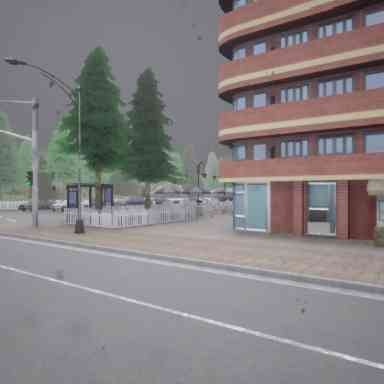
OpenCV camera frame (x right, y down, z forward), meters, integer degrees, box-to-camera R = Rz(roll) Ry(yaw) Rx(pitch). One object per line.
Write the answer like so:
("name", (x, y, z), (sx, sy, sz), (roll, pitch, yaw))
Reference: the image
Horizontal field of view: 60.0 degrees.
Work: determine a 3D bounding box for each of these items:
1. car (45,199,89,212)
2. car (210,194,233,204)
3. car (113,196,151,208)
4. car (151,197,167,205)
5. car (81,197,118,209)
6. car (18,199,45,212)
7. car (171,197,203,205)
("car", (-13.608, 1.470, 37.611), (1.812, 1.442, 4.674), (0, 0, 36))
("car", (6.144, 1.170, 62.633), (5.566, 2.045, 2.150), (1, 0, -28))
("car", (-8.277, 1.297, 44.867), (2.097, 1.767, 4.553), (0, 0, 38))
("car", (-6.023, 1.470, 53.157), (1.812, 1.442, 4.674), (0, 0, 43))
("car", (-12.501, 1.470, 45.098), (1.812, 1.442, 4.674), (0, 0, 37))
("car", (-17.526, 1.508, 38.123), (1.994, 1.385, 4.181), (0, 0, 36))
("car", (-0.725, 1.492, 53.665), (5.357, 1.411, 2.033), (0, 0, -41))
